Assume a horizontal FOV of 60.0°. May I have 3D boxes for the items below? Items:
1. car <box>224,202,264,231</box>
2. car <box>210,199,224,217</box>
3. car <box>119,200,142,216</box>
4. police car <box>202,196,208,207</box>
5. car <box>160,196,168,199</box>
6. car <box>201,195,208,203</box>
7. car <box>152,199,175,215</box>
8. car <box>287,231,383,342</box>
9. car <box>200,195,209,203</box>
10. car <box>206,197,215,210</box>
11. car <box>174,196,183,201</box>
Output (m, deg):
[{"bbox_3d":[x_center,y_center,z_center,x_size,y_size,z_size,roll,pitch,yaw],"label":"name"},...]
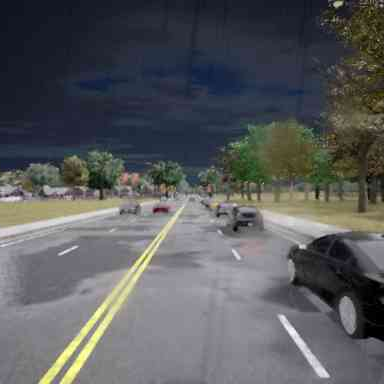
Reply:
[{"bbox_3d":[3.353,1.608,21.357,1.837,1.490,4.892,0,0,0],"label":"car"},{"bbox_3d":[3.254,1.723,32.992,2.033,1.411,5.357,0,0,0],"label":"car"},{"bbox_3d":[-6.589,1.700,35.872,1.837,1.490,4.892,0,-1,0],"label":"car"},{"bbox_3d":[3.257,1.827,54.996,2.038,1.542,4.974,0,0,0],"label":"police car"},{"bbox_3d":[-6.491,1.772,77.199,1.812,1.442,4.674,0,0,0],"label":"car"},{"bbox_3d":[3.258,1.856,66.186,1.801,1.575,5.366,0,0,0],"label":"car"},{"bbox_3d":[-3.339,1.806,37.481,1.895,1.301,4.718,0,0,0],"label":"car"},{"bbox_3d":[3.350,1.506,6.587,1.882,1.535,5.008,0,-1,0],"label":"car"},{"bbox_3d":[3.261,1.778,88.031,2.150,2.045,5.566,0,0,0],"label":"car"},{"bbox_3d":[3.255,1.706,44.184,1.801,1.575,5.366,0,0,0],"label":"car"},{"bbox_3d":[-3.241,1.612,79.039,2.097,1.767,4.553,0,0,0],"label":"car"}]
